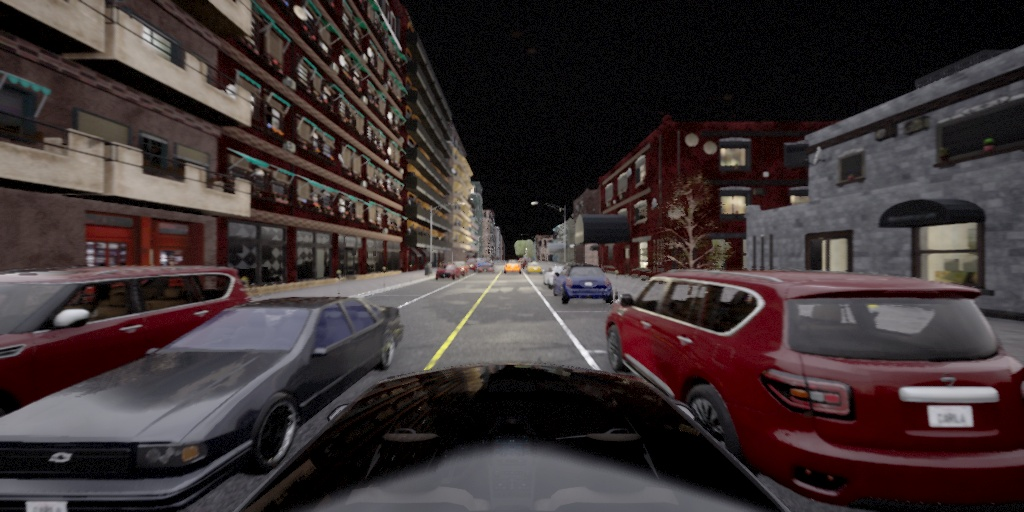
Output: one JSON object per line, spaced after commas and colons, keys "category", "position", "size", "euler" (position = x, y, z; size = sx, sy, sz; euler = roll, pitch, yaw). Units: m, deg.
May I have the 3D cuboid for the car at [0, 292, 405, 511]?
{"category": "car", "position": [-3.090, 1.308, 5.050], "size": [2.033, 1.411, 5.357], "euler": [0, 0, 0]}

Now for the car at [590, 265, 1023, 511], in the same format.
{"category": "car", "position": [2.691, 1.074, 4.588], "size": [2.192, 1.841, 5.009], "euler": [0, 0, 0]}

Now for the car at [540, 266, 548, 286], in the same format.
{"category": "car", "position": [3.153, 1.349, 23.774], "size": [1.812, 1.442, 4.674], "euler": [0, 0, 0]}

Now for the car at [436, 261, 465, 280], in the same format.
{"category": "car", "position": [-5.685, 1.400, 32.285], "size": [1.888, 1.381, 4.507], "euler": [0, 0, 0]}

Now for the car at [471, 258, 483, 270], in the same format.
{"category": "car", "position": [-5.681, 1.235, 48.903], "size": [2.192, 1.841, 5.009], "euler": [0, 0, 0]}

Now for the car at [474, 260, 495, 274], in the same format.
{"category": "car", "position": [-3.073, 1.463, 43.531], "size": [1.994, 1.385, 4.181], "euler": [0, 0, 0]}

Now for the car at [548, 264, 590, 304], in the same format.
{"category": "car", "position": [3.116, 1.151, 16.744], "size": [2.097, 1.767, 4.553], "euler": [0, 0, 0]}

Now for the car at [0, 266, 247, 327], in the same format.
{"category": "car", "position": [-5.689, 1.074, 4.589], "size": [2.192, 1.841, 5.009], "euler": [0, 0, 0]}

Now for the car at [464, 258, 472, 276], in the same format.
{"category": "car", "position": [-5.683, 1.316, 37.824], "size": [1.967, 1.591, 4.097], "euler": [0, 0, 0]}

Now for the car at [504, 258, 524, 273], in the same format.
{"category": "car", "position": [0.091, 1.261, 45.686], "size": [2.097, 1.767, 4.553], "euler": [0, 0, 0]}

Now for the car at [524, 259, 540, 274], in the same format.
{"category": "car", "position": [2.698, 1.423, 43.532], "size": [1.751, 1.417, 4.829], "euler": [0, 0, 0]}
